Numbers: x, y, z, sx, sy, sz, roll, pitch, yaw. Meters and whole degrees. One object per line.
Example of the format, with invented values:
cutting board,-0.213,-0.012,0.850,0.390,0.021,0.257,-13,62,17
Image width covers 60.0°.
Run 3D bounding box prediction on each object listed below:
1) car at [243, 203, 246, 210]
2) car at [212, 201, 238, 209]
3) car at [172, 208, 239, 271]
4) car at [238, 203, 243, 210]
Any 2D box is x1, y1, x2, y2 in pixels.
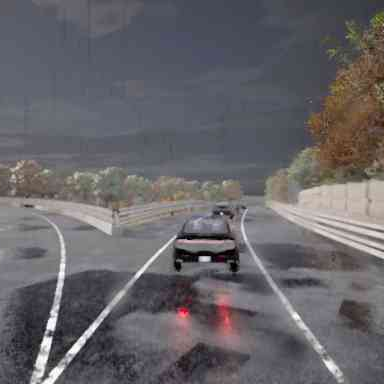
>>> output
car,10.007,2.918,67.902,1.882,1.535,5.008,0,-4,12
car,2.876,1.566,30.110,1.837,1.490,4.892,0,0,10
car,0.495,1.513,10.967,2.128,1.511,4.902,0,0,4
car,4.657,1.752,39.502,1.895,1.301,4.718,0,-1,10
